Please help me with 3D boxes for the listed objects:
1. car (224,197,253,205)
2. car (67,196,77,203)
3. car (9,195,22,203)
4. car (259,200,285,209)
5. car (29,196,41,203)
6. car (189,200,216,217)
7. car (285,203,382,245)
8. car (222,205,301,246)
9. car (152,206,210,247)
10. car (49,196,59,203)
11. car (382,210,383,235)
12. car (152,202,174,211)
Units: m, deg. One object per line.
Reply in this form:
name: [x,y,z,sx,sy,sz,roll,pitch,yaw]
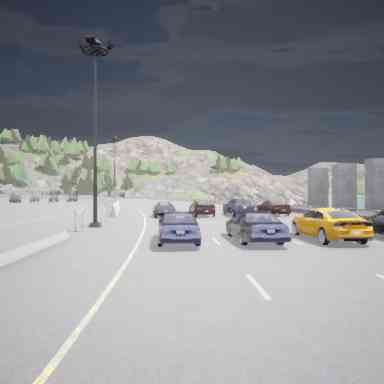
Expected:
car: [4.337,1.366,31.516,2.097,1.767,4.553,0,0,-10]
car: [-25.471,1.523,70.367,1.812,1.442,4.674,0,0,-24]
car: [-35.012,1.331,65.977,2.097,1.767,4.553,0,0,-24]
car: [7.784,1.485,32.127,1.882,1.535,5.008,0,0,-10]
car: [-31.825,1.495,67.421,1.812,1.442,4.674,0,0,-24]
car: [0.881,1.485,30.964,1.882,1.535,5.008,0,0,-10]
car: [6.332,1.485,15.654,1.882,1.535,5.008,0,0,-5]
car: [2.844,1.563,15.362,2.033,1.411,5.357,0,0,-5]
car: [-0.644,1.563,15.070,2.033,1.411,5.357,0,0,-5]
car: [-28.649,1.491,68.892,2.128,1.511,4.902,0,0,-24]
car: [9.820,1.533,15.945,1.812,1.442,4.674,0,0,-5]
car: [-2.570,1.573,30.383,1.994,1.385,4.181,0,0,-10]
